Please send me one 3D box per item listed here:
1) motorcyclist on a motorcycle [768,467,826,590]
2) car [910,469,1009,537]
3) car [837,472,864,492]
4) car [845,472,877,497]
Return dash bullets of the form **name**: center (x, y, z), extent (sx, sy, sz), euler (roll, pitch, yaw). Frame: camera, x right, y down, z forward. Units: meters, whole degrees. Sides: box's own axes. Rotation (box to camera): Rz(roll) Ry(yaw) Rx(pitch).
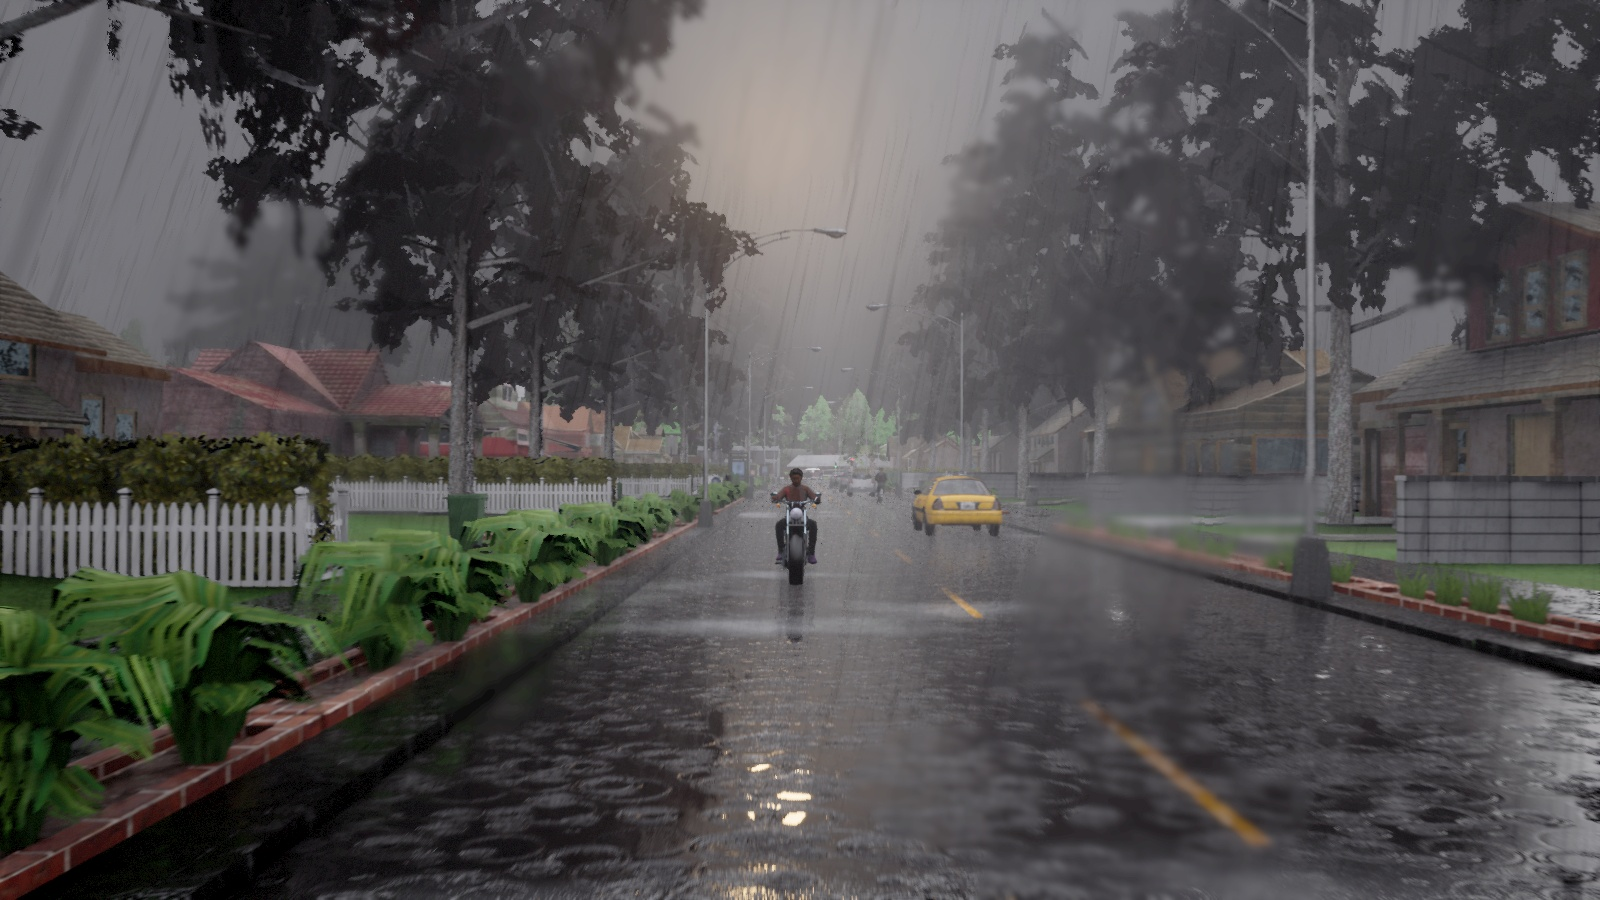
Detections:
- **motorcyclist on a motorcycle**: center (-0.045, 1.067, 18.009), extent (0.766, 1.649, 2.350), euler (0, -1, 0)
- **car**: center (3.921, 1.269, 31.750), extent (1.801, 1.575, 5.366), euler (0, -1, 0)
- **car**: center (3.769, 2.381, 93.650), extent (1.845, 1.501, 3.633), euler (0, -1, 0)
- **car**: center (3.806, 2.129, 78.594), extent (1.845, 1.501, 3.633), euler (0, -1, 0)
